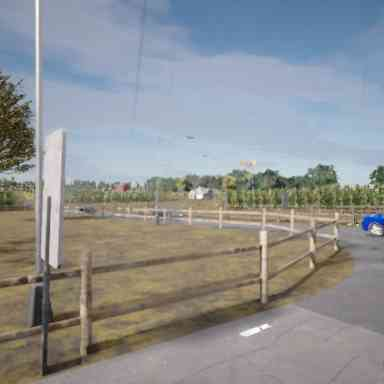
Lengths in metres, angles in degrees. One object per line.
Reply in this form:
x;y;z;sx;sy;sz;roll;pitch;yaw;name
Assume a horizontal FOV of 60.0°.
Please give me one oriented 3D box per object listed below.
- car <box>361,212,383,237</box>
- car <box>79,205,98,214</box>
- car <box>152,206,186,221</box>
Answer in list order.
11.158;1.599;16.607;1.882;1.535;5.008;1;-1;-36;car
-17.687;2.918;56.688;1.882;1.535;5.008;3;-3;-36;car
-2.527;2.288;35.625;2.128;1.511;4.902;3;-3;-36;car
